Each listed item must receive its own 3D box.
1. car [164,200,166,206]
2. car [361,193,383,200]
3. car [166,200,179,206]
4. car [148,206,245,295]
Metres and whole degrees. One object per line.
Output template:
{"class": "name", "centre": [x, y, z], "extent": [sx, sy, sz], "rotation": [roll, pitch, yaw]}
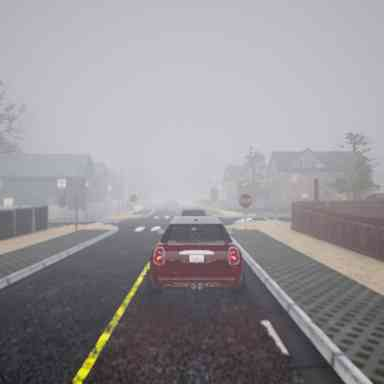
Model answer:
{"class": "car", "centre": [-5.868, 2.616, 82.069], "extent": [1.812, 1.442, 4.674], "rotation": [0, -1, -13]}
{"class": "car", "centre": [16.498, 1.087, 29.533], "extent": [5.566, 2.045, 2.150], "rotation": [-1, -1, 0]}
{"class": "car", "centre": [-3.982, 2.526, 72.578], "extent": [1.994, 1.385, 4.181], "rotation": [0, -1, -10]}
{"class": "car", "centre": [0.095, 1.439, 9.100], "extent": [2.097, 1.767, 4.553], "rotation": [0, -1, 0]}
